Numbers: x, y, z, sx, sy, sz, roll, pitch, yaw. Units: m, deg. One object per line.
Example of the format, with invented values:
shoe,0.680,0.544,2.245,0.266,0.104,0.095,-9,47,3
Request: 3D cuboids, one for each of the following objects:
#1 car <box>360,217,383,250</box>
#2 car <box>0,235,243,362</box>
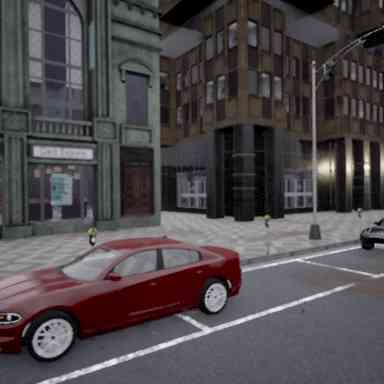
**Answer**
car,8.061,1.419,12.408,4.313,1.339,1.947,-1,0,-36
car,-1.114,1.519,5.858,4.507,1.381,1.887,-1,0,-36
